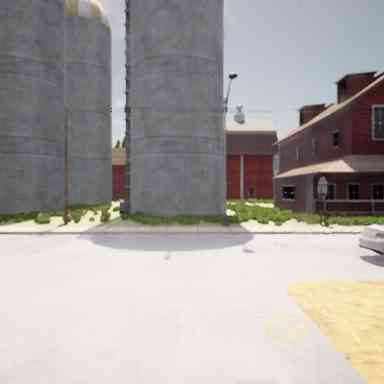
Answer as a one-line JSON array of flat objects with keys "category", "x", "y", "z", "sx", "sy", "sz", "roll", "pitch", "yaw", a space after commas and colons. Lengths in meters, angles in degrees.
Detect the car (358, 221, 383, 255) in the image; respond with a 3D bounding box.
[{"category": "car", "x": 7.851, "y": 1.460, "z": 10.675, "sx": 4.674, "sy": 1.442, "sz": 1.812, "roll": 0, "pitch": 0, "yaw": -1}]
